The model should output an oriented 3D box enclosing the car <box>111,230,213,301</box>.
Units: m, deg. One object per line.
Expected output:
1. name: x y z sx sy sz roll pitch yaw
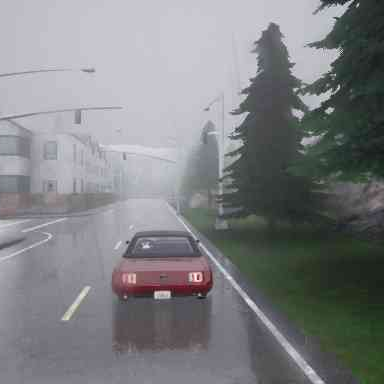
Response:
1. car: -0.726 1.601 8.317 1.895 1.301 4.718 0 0 -5
